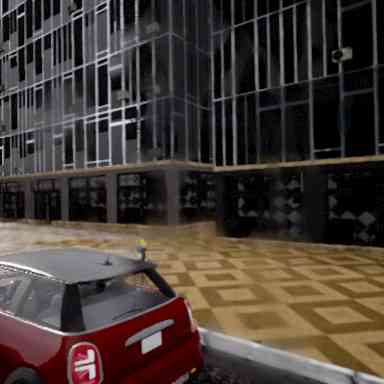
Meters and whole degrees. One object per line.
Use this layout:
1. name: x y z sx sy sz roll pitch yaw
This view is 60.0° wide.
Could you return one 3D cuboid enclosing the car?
1. car: -1.962 1.465 4.290 4.097 1.590 1.967 0 -1 36
